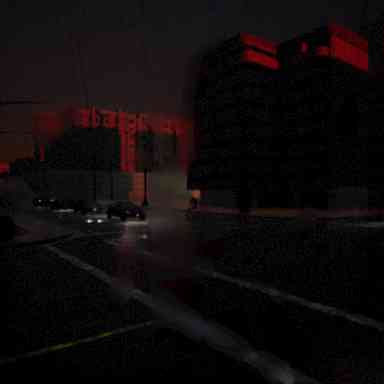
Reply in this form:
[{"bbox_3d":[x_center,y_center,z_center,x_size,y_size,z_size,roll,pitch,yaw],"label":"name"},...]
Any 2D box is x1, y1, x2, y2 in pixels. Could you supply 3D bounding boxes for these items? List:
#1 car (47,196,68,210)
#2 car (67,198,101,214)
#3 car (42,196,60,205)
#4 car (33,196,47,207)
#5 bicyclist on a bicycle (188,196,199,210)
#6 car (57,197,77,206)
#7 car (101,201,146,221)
[{"bbox_3d":[-16.907,1.549,42.997,1.994,1.385,4.181,0,0,-36],"label":"car"},{"bbox_3d":[-11.083,1.477,35.035,2.128,1.511,4.902,0,0,-36],"label":"car"},{"bbox_3d":[-26.383,1.528,62.062,2.033,1.411,5.357,0,0,-36],"label":"car"},{"bbox_3d":[-23.175,1.340,51.627,2.097,1.767,4.553,0,0,-36],"label":"car"},{"bbox_3d":[0.167,1.274,38.262,1.656,1.620,0.582,0,0,-36],"label":"bicyclist on a bicycle"},{"bbox_3d":[-20.248,1.581,53.803,1.895,1.301,4.718,0,0,-36],"label":"car"},{"bbox_3d":[-5.580,1.511,27.521,1.812,1.442,4.674,0,0,-36],"label":"car"}]
